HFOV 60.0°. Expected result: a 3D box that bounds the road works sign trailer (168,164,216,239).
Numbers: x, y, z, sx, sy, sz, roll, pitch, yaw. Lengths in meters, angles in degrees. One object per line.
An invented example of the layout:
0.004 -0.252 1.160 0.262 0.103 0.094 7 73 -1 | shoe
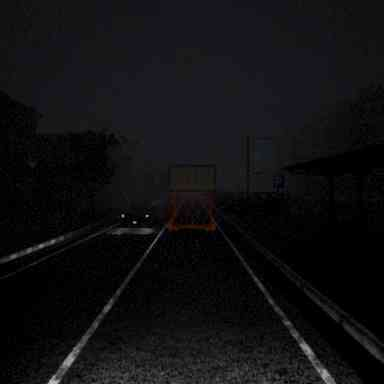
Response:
0.026 0.369 16.851 2.380 3.560 2.880 0 1 2 | road works sign trailer

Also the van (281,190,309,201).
18.887 0.669 61.041 4.442 1.987 1.878 0 1 0 | van

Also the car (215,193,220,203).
5.713 1.164 40.832 5.008 1.535 2.097 0 1 0 | car

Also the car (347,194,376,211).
18.814 1.236 33.283 5.008 1.535 2.097 0 1 0 | car

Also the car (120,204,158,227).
-3.350 1.460 21.746 1.895 1.301 4.718 0 1 0 | car

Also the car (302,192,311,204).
18.974 1.095 47.163 5.366 1.575 1.946 0 1 0 | car

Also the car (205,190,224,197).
5.629 0.391 82.883 4.553 1.767 2.185 0 1 0 | car

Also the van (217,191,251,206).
5.827 0.879 46.438 4.442 1.987 1.878 0 1 0 | van

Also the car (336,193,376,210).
18.810 1.209 36.058 5.008 1.535 2.097 0 1 0 | car

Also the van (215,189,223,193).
5.598 0.911 43.636 4.442 1.987 1.878 0 1 0 | van

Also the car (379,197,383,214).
18.846 1.318 27.732 4.792 1.488 2.163 0 1 0 | car

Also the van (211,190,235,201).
5.804 0.630 63.262 4.442 1.987 1.878 0 1 0 | van

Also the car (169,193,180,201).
-3.274 0.924 63.212 1.994 1.385 4.181 0 1 0 | car

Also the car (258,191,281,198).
18.749 0.560 80.472 4.892 1.521 2.231 0 1 0 | car

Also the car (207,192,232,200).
5.673 0.760 68.871 4.892 1.521 2.231 0 1 0 | car

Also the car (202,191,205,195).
5.639 0.362 77.275 5.566 2.045 2.435 0 1 0 | car

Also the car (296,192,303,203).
18.756 1.096 49.935 4.792 1.488 2.163 0 1 0 | car

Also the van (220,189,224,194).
5.840 0.965 38.026 4.442 1.987 1.878 0 1 0 | van

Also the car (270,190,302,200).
18.791 0.547 66.591 5.566 2.045 2.435 0 1 0 | car

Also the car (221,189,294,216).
5.706 1.018 29.616 5.566 2.045 2.435 0 1 0 | car

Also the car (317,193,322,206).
18.791 1.158 41.608 4.892 1.521 2.231 0 1 0 | car

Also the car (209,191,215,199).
5.705 0.995 54.854 4.892 1.521 2.231 0 1 0 | car

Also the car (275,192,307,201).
18.952 0.844 63.819 5.366 1.575 1.946 0 1 0 | car

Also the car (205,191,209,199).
5.663 0.653 60.457 5.566 2.045 2.435 0 1 0 | car

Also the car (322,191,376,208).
18.772 0.932 38.832 5.566 2.045 2.435 0 1 0 | car

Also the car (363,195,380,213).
18.819 1.263 30.507 4.892 1.521 2.231 0 1 0 | car

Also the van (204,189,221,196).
5.531 0.146 91.290 4.442 1.987 1.878 0 1 0 | van

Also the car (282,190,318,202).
18.803 0.691 58.265 5.566 2.045 2.435 0 1 0 | car

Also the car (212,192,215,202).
5.736 1.103 49.244 4.792 1.488 2.163 0 1 0 | car

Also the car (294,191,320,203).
18.810 1.056 52.718 4.792 1.488 2.163 0 1 0 | car

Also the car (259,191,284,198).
18.562 0.604 77.696 5.366 1.575 1.946 0 1 0 | car

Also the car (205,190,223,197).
5.624 0.343 85.686 4.553 1.767 2.185 0 1 0 | car

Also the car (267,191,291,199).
18.786 0.577 72.145 4.553 1.767 2.185 0 1 0 | car

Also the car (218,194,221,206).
5.545 1.240 32.422 5.366 1.575 1.946 0 1 0 | car

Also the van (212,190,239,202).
5.812 0.726 57.658 4.442 1.987 1.878 0 1 0 | van

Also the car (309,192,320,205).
18.788 1.128 44.386 5.008 1.535 2.097 0 1 0 | car

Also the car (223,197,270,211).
5.729 1.257 35.226 4.674 1.452 2.002 0 1 0 | car
